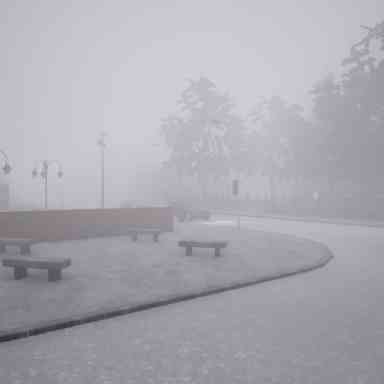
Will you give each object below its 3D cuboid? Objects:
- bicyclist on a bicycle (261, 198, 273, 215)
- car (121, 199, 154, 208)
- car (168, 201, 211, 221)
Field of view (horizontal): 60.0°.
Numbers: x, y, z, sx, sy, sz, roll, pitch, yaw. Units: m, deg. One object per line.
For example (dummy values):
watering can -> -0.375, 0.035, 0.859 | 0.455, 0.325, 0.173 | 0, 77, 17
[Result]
bicyclist on a bicycle -> 7.062, 1.349, 31.440 | 1.656, 1.620, 0.582 | 0, 0, -35
car -> -5.743, 1.478, 34.994 | 1.882, 1.535, 5.008 | 0, 1, -35
car -> -0.385, 1.505, 27.429 | 1.837, 1.490, 4.892 | 0, 0, -35
